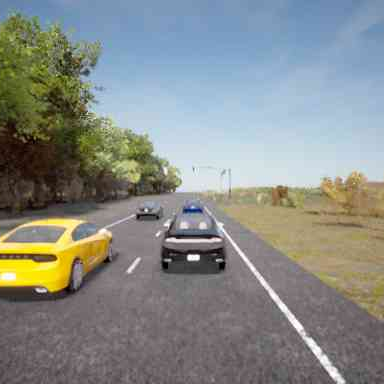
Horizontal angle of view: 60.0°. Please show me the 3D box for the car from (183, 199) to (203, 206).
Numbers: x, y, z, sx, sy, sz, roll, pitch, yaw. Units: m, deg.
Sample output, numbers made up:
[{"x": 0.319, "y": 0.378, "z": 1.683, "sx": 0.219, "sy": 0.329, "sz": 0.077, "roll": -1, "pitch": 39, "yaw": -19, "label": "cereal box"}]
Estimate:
[{"x": 0.097, "y": 1.410, "z": 33.594, "sx": 1.994, "sy": 1.385, "sz": 4.181, "roll": 0, "pitch": 0, "yaw": 0, "label": "car"}]

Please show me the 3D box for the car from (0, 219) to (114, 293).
[{"x": -3.461, "y": 1.439, "z": 8.805, "sx": 1.882, "sy": 1.535, "sz": 5.008, "roll": 0, "pitch": 1, "yaw": 1, "label": "car"}]

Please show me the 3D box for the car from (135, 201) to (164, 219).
[{"x": -3.412, "y": 1.424, "z": 27.372, "sx": 2.033, "sy": 1.411, "sz": 5.357, "roll": 0, "pitch": 0, "yaw": 0, "label": "car"}]

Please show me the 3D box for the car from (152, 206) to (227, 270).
[{"x": 0.052, "y": 1.444, "z": 10.866, "sx": 2.128, "sy": 1.511, "sz": 4.902, "roll": 0, "pitch": 0, "yaw": 0, "label": "car"}]
